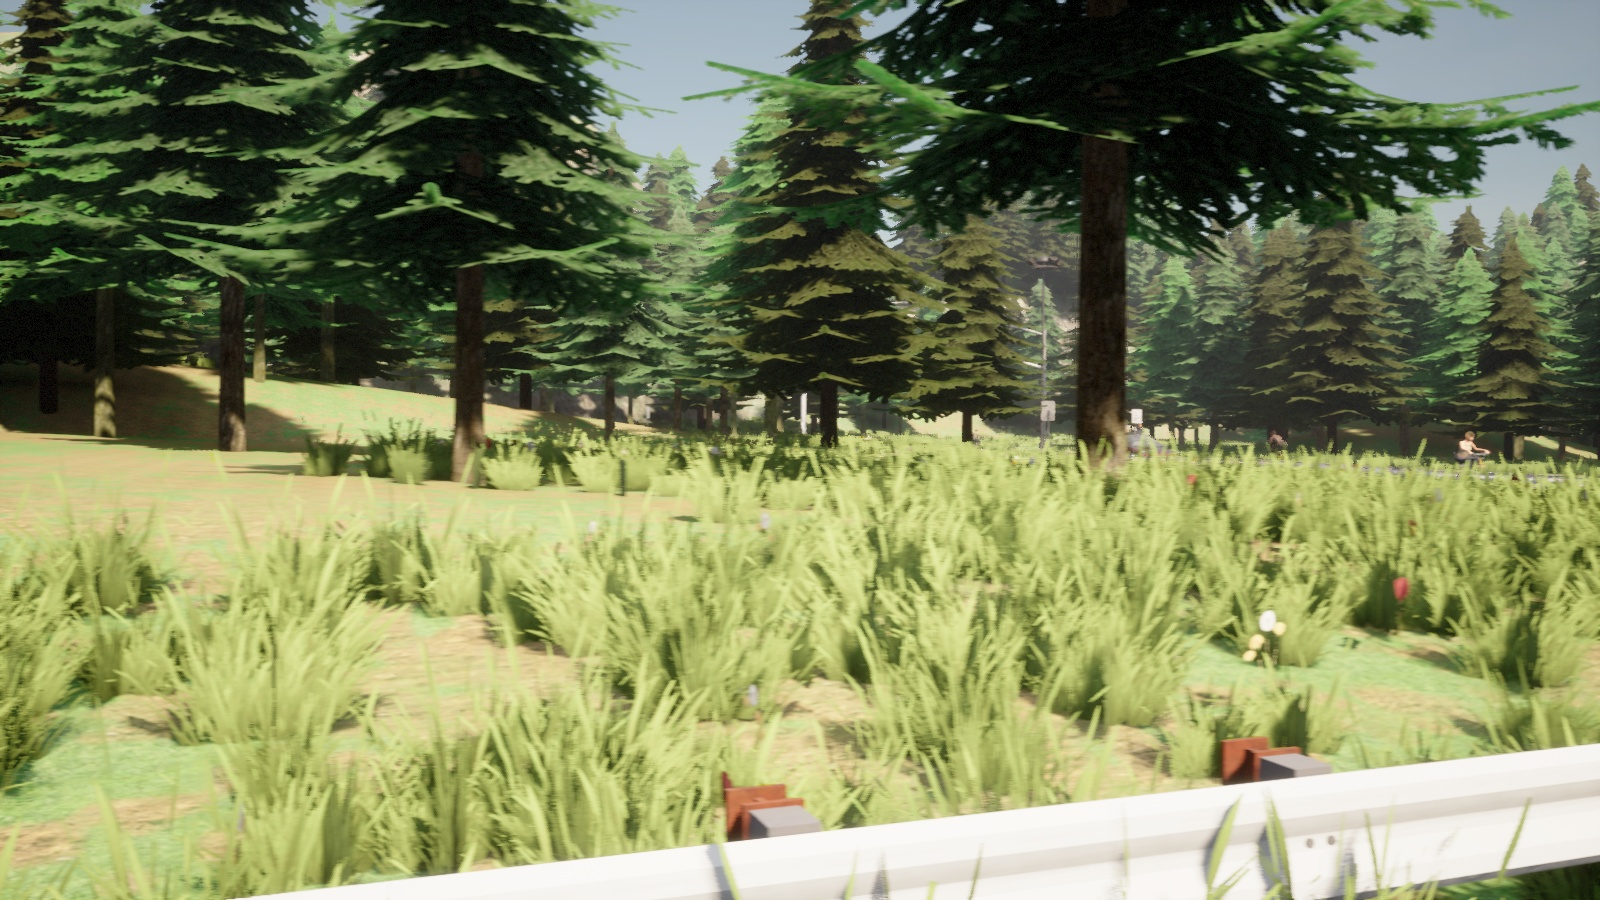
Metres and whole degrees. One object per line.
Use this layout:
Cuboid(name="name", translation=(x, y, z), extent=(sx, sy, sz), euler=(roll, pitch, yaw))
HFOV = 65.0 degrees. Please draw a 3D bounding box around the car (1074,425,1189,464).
Cuboid(name="car", translation=(13.326, -0.252, 50.800), extent=(2.163, 1.488, 4.792), euler=(-1, 1, -20))
